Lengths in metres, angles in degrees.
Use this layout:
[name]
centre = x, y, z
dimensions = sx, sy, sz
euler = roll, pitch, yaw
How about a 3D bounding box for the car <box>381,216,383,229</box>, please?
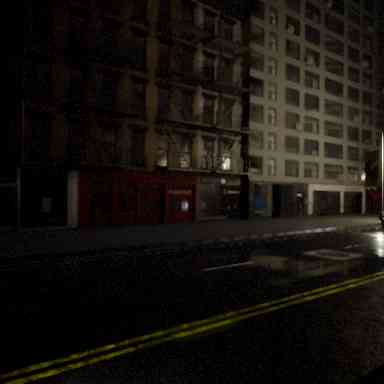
[car]
centre = 14.398, 1.706, 21.897
dimensions = 5.008, 1.535, 1.882
euler = 1, 0, -35
